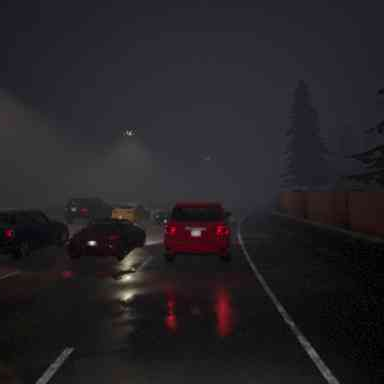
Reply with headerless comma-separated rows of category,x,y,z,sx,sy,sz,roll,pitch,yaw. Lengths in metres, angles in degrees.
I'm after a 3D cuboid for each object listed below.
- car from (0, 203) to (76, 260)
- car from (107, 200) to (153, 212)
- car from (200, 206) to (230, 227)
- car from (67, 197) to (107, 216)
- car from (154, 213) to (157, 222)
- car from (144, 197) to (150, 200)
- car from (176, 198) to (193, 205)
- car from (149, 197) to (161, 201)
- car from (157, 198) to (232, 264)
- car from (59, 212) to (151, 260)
car,-6.663,1.466,13.098,2.097,1.767,4.553,0,-1,4
car,-4.911,1.730,27.553,1.882,1.535,5.008,0,0,10
car,1.923,1.847,26.050,1.895,1.301,4.718,0,-1,10
car,-8.455,1.466,27.673,2.150,2.045,5.566,0,0,10
car,-1.530,1.849,26.624,1.895,1.301,4.718,0,-1,10
car,-10.908,2.133,84.897,2.097,1.767,4.553,0,-1,27
car,-1.853,2.213,79.563,1.882,1.535,5.008,0,-1,27
car,-7.900,2.245,83.102,1.882,1.535,5.008,0,-1,27
car,0.310,1.335,12.530,2.150,2.045,5.566,0,0,4
car,-3.154,1.684,13.044,1.994,1.385,4.181,0,0,5
